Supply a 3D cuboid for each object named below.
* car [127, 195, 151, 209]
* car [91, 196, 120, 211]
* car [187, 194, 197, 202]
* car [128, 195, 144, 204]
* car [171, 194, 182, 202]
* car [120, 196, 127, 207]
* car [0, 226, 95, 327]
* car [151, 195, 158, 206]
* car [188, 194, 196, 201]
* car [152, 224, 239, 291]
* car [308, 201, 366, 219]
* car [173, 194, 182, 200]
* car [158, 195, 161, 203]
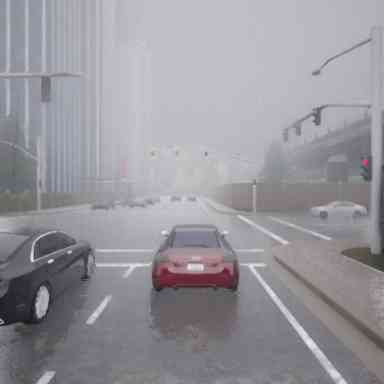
[{"bbox_3d":[-7.091,1.423,44.658,1.812,1.442,4.674,0,0,0],"label":"car"},{"bbox_3d":[-10.609,1.455,40.367,2.033,1.411,5.357,0,0,0],"label":"car"},{"bbox_3d":[-0.011,1.315,71.381,1.882,1.535,5.008,0,0,0],"label":"car"},{"bbox_3d":[-10.536,1.345,63.225,2.128,1.511,4.902,0,0,0],"label":"car"},{"bbox_3d":[-3.518,1.333,70.834,1.837,1.490,4.892,0,0,0],"label":"car"},{"bbox_3d":[-10.603,1.377,50.107,2.128,1.511,4.902,0,0,0],"label":"car"},{"bbox_3d":[-3.476,1.489,7.002,1.837,1.490,4.892,0,0,-1],"label":"car"},{"bbox_3d":[-7.097,1.478,53.738,1.895,1.301,4.718,0,0,0],"label":"car"},{"bbox_3d":[-0.021,1.291,81.788,1.882,1.535,5.008,0,0,0],"label":"car"},{"bbox_3d":[0.082,1.543,8.986,1.994,1.385,4.181,0,0,0],"label":"car"},{"bbox_3d":[12.359,1.516,28.349,4.674,1.442,1.812,0,0,-3],"label":"car"},{"bbox_3d":[-3.521,1.200,81.258,2.128,1.511,4.902,0,0,0],"label":"car"},{"bbox_3d":[-7.039,1.345,63.756,2.128,1.511,4.902,0,0,0],"label":"car"}]
